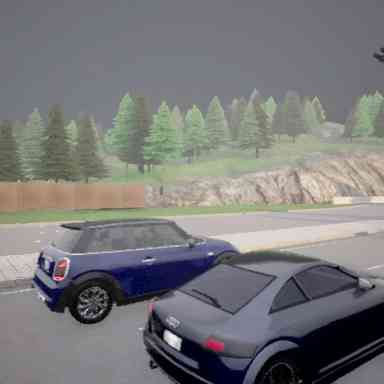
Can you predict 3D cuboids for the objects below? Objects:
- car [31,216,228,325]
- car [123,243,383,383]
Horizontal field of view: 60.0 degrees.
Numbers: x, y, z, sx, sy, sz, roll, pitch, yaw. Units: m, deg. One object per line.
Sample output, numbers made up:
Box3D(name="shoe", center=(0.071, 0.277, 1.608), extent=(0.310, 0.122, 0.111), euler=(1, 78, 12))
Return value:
Box3D(name="car", center=(-0.954, 1.353, 7.364), extent=(4.553, 1.767, 2.097), euler=(0, 0, -35))
Box3D(name="car", center=(1.415, 1.564, 4.755), extent=(4.181, 1.385, 1.994), euler=(0, 0, -36))
